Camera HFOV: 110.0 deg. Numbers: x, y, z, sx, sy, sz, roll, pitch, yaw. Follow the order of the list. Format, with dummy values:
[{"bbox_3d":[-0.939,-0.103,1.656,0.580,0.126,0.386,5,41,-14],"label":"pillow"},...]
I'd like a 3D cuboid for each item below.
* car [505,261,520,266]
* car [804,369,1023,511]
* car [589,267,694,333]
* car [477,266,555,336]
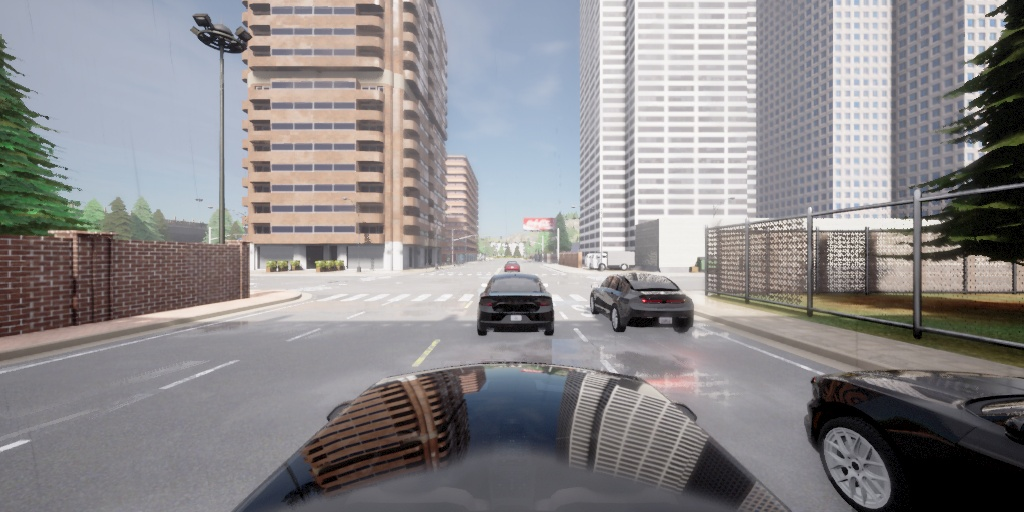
[{"bbox_3d":[0.028,1.314,45.396,1.994,1.385,4.181,0,0,-1],"label":"car"},{"bbox_3d":[3.602,1.228,1.200,1.882,1.535,5.008,0,0,0],"label":"car"},{"bbox_3d":[3.622,1.255,10.775,1.837,1.490,4.892,0,0,1],"label":"car"},{"bbox_3d":[0.087,1.228,10.452,1.882,1.535,5.008,0,0,0],"label":"car"}]
